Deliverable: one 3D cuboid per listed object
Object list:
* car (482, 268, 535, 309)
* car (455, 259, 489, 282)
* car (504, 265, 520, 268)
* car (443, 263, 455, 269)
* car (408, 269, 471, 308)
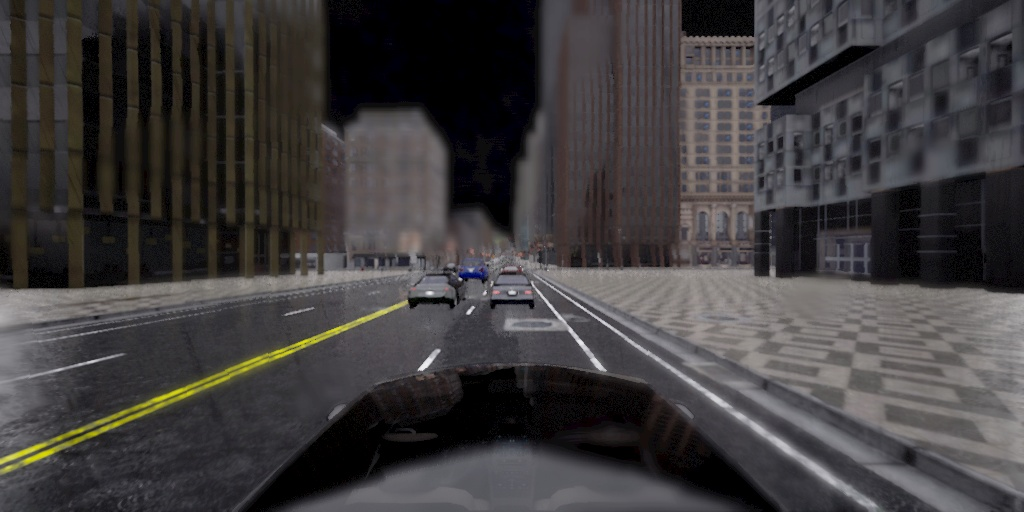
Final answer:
[{"bbox_3d":[0.011,1.438,15.840,2.033,1.411,5.357,0,-1,0],"label":"car"},{"bbox_3d":[-3.229,1.277,30.889,2.150,2.045,5.566,0,-1,0],"label":"car"},{"bbox_3d":[0.027,1.544,31.332,1.882,1.535,5.008,0,0,0],"label":"car"},{"bbox_3d":[-9.722,1.859,57.129,1.882,1.535,5.008,0,-1,0],"label":"car"},{"bbox_3d":[-3.235,1.458,16.166,1.994,1.385,4.181,0,-1,0],"label":"car"}]
